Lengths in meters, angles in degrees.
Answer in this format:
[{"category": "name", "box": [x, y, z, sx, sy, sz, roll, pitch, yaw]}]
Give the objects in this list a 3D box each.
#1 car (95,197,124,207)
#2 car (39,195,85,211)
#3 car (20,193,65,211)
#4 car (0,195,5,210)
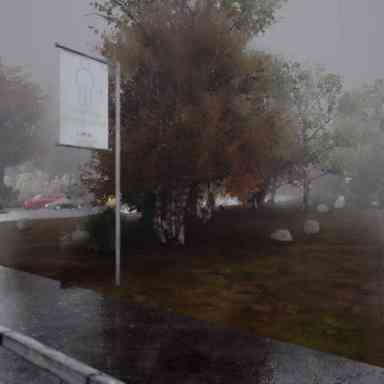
[{"category": "car", "box": [-12.310, 1.432, 50.188, 1.882, 1.535, 5.008, 0, 0, 38]}, {"category": "car", "box": [-15.421, 1.478, 40.535, 2.128, 1.511, 4.902, 0, 0, 38]}, {"category": "car", "box": [-18.608, 1.210, 42.143, 2.150, 2.045, 5.566, 0, 0, 38]}, {"category": "car", "box": [-21.604, 1.220, 32.786, 2.150, 2.045, 5.566, 0, 0, 39]}]
